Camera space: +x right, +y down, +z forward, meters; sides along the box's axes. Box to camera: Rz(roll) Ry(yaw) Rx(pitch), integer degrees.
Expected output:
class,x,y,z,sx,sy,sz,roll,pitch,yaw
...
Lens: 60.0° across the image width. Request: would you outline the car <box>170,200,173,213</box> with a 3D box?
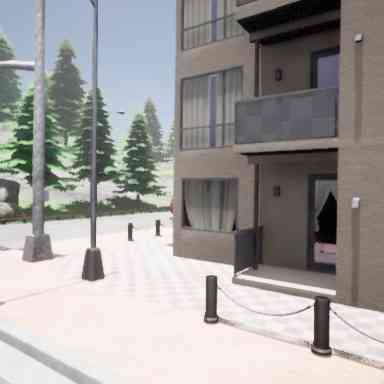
class,x,y,z,sx,sy,sz,roll,pitch,yaw
car,0.594,0.983,26.214,2.150,2.045,5.566,1,1,35
